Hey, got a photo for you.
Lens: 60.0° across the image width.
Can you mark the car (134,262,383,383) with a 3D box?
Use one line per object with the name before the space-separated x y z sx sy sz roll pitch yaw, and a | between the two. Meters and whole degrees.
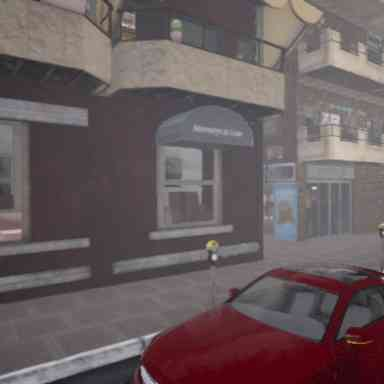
car | 1.411 1.569 3.881 4.206 1.307 1.802 0 0 -35
